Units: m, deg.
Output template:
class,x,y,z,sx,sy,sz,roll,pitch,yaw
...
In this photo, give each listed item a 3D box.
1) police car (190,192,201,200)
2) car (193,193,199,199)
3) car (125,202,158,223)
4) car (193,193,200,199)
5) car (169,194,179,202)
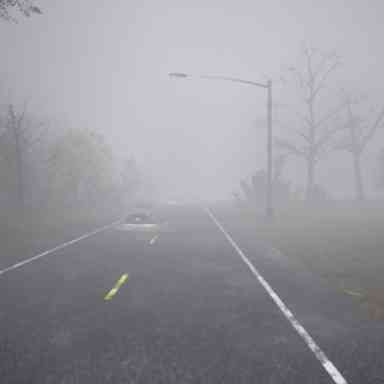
class,x,y,z,sx,sy,sz,roll,pitch,yaw
police car,1.058,1.015,74.302,1.930,1.638,5.238,0,0,0
car,1.060,1.006,90.194,1.812,1.442,4.674,0,0,0
car,-3.597,1.429,24.751,2.033,1.411,5.357,0,0,0
car,1.060,0.976,84.382,1.801,1.575,5.366,0,0,0
car,-3.503,1.142,66.521,2.128,1.511,4.902,0,1,0
